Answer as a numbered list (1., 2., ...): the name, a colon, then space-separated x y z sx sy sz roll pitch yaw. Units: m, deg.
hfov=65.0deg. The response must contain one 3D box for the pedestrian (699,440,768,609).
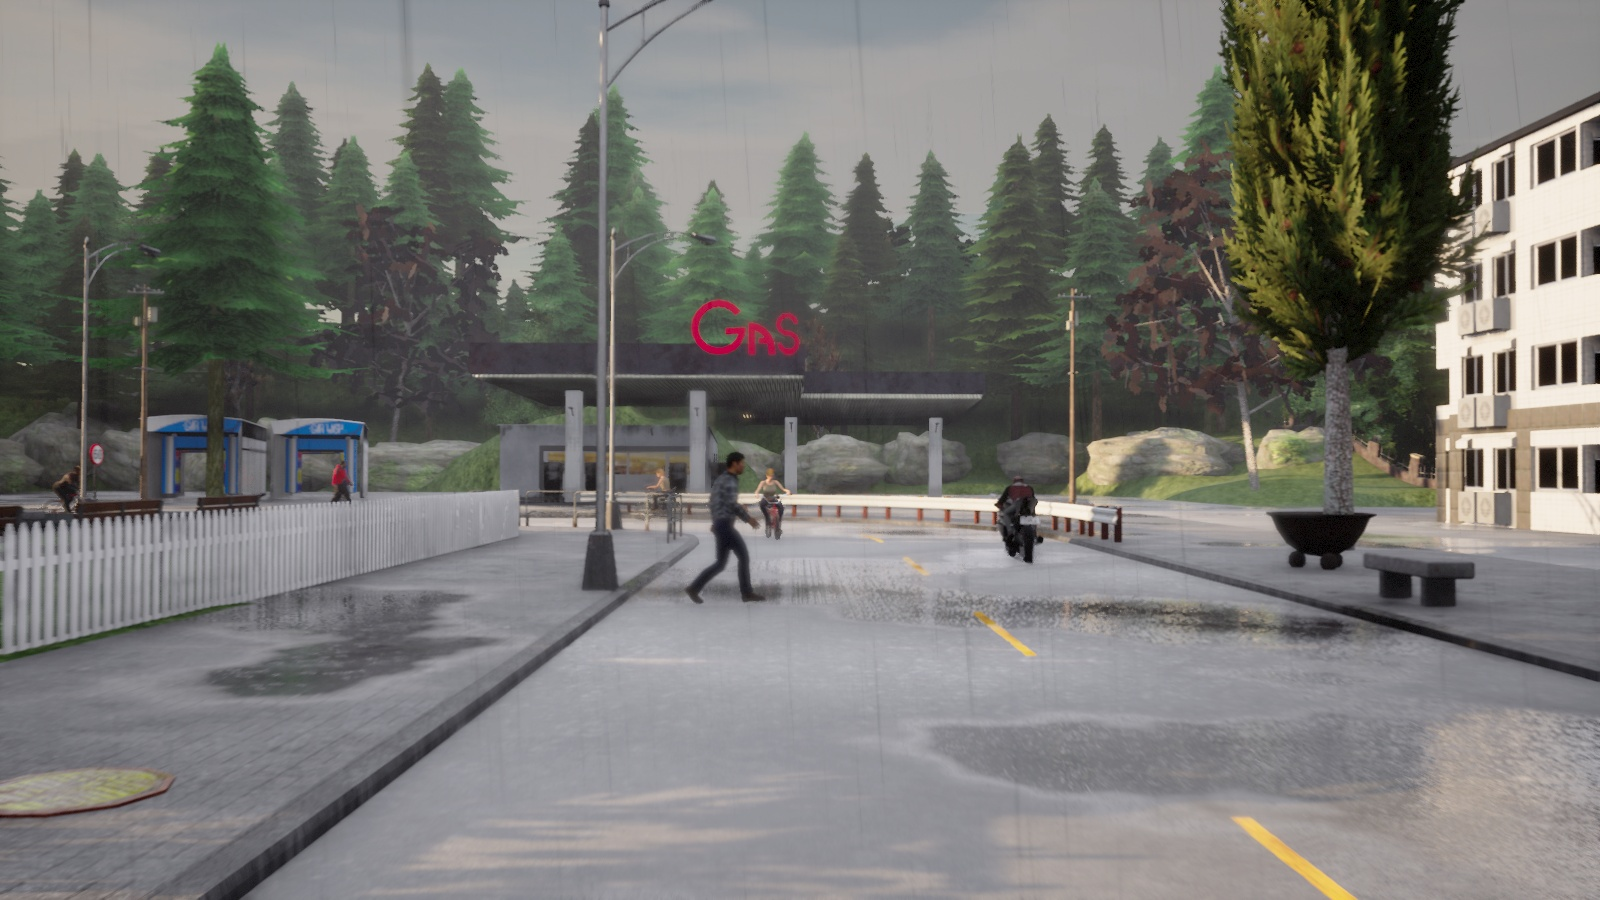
1. pedestrian: -0.789 0.863 14.755 0.788 1.949 0.423 0 -1 -5

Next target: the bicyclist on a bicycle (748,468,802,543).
1. bicyclist on a bicycle: -0.575 1.231 28.453 0.866 1.612 1.509 -2 -1 -13

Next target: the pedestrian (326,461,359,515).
1. pedestrian: -15.856 1.316 43.521 0.899 1.844 0.634 0 -1 -1

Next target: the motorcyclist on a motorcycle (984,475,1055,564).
1. motorcyclist on a motorcycle: 3.943 1.214 22.726 0.866 1.530 2.191 0 -1 0

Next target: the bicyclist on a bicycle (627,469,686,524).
1. bicyclist on a bicycle: -4.357 1.409 38.167 1.509 1.612 0.866 -1 1 20
